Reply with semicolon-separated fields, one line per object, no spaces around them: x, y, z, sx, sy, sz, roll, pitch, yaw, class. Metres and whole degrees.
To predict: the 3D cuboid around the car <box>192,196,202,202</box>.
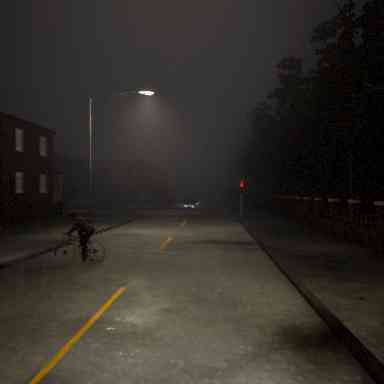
1.284;1.738;83.478;2.128;1.511;4.902;0;0;4;car

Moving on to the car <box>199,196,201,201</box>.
0.394;1.526;69.551;1.837;1.490;4.892;1;-1;4;car

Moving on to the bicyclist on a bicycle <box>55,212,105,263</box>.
-3.580;1.455;10.582;1.656;1.620;0.582;-2;0;3;bicyclist on a bicycle

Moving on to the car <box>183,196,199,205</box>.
-0.383;1.564;58.808;1.994;1.385;4.181;0;0;4;car
